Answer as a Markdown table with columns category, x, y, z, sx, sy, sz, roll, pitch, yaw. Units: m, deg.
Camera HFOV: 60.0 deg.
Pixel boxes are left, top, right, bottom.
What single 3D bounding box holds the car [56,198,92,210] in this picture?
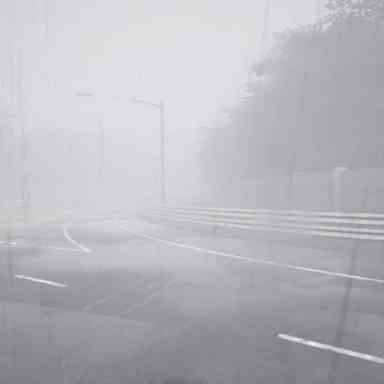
| category | x | y | z | sx | sy | sz | roll | pitch | yaw |
| --- | --- | --- | --- | --- | --- | --- | --- | --- | --- |
| car | -15.771 | 1.521 | 44.770 | 2.128 | 1.511 | 4.902 | -1 | 0 | 37 |
